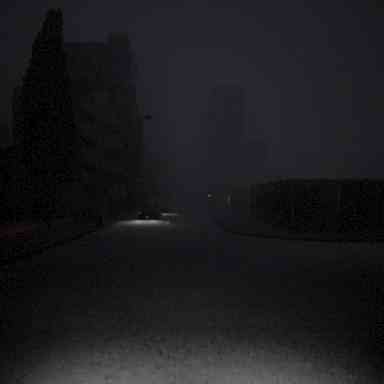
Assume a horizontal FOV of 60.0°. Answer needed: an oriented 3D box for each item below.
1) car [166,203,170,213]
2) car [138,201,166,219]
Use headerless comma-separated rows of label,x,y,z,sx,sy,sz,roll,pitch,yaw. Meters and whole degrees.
car,-4.056,1.997,44.324,1.812,1.442,4.674,0,0,0
car,-4.060,1.898,32.931,2.033,1.411,5.357,0,-1,0
